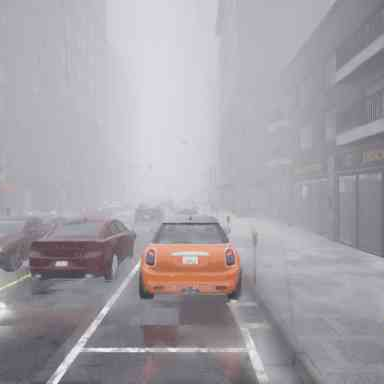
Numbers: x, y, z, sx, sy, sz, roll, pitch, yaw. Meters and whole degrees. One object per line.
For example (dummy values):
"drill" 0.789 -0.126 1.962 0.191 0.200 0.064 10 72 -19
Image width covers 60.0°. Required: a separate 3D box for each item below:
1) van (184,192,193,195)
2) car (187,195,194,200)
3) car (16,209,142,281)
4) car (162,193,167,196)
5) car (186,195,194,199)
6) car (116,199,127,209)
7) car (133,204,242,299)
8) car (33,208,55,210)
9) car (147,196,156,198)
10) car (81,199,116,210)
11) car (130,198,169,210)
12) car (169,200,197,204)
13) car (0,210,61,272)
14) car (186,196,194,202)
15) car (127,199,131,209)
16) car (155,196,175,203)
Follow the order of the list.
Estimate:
"van" -0.383 1.339 67.702 1.690 1.788 3.998 0 0 0
"car" -0.383 1.575 90.427 1.802 1.307 4.206 0 0 0
"car" -2.919 1.478 9.925 1.882 1.535 5.008 0 0 0
"car" -8.408 1.519 90.251 1.752 1.417 4.829 0 0 0
"car" -0.383 1.440 35.101 1.967 1.590 4.097 0 0 0
"car" -8.408 1.525 34.923 1.752 1.417 4.829 0 0 0
"car" -0.033 1.353 8.620 2.097 1.767 4.553 0 0 0
"car" -8.408 1.582 18.538 1.802 1.307 4.206 0 0 0
"car" -8.408 1.549 67.693 2.008 1.369 4.403 0 0 0
"car" -8.408 1.440 29.575 1.967 1.590 4.097 0 0 0
"car" -3.018 1.477 24.766 1.882 1.535 5.008 0 0 0
"car" -0.383 1.551 24.063 2.008 1.369 4.403 0 0 0
"car" -5.869 1.526 10.922 1.812 1.442 4.674 0 0 0
"car" -0.383 1.579 79.064 1.802 1.307 4.206 0 0 0
"car" -8.408 1.551 40.611 2.008 1.369 4.403 0 0 0
"car" -2.919 1.504 38.572 1.837 1.490 4.892 0 0 0
